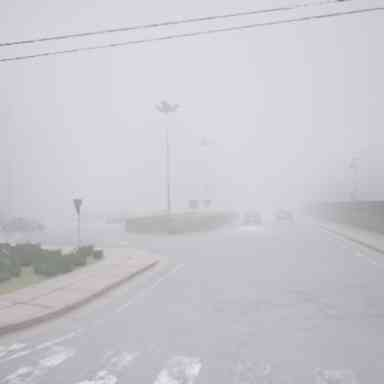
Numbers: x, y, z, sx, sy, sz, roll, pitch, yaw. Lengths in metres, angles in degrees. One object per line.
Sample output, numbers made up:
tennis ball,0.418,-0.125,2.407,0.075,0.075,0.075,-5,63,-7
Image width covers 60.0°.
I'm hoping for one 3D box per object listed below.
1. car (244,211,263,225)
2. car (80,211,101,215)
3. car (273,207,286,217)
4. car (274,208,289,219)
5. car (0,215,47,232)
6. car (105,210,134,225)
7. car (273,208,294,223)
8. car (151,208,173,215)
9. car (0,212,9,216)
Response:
car,6.905,2.852,37.406,2.128,1.511,4.902,-2,-2,13
car,-21.974,4.858,71.679,4.611,1.667,2.242,-2,-2,12
car,15.281,3.501,58.253,2.128,1.511,4.902,-2,-2,13
car,13.545,3.218,50.562,1.882,1.535,5.008,-2,-2,13
car,-16.644,3.237,33.191,3.905,1.438,1.784,-2,-2,12
car,-9.506,3.487,43.278,1.812,1.442,4.674,-2,-2,12
car,11.306,2.875,40.433,2.128,1.511,4.902,-2,-2,13
car,-5.307,3.720,59.114,1.837,1.490,4.892,-3,-3,33
car,-27.145,3.858,48.053,3.866,1.878,1.905,-2,-2,12
